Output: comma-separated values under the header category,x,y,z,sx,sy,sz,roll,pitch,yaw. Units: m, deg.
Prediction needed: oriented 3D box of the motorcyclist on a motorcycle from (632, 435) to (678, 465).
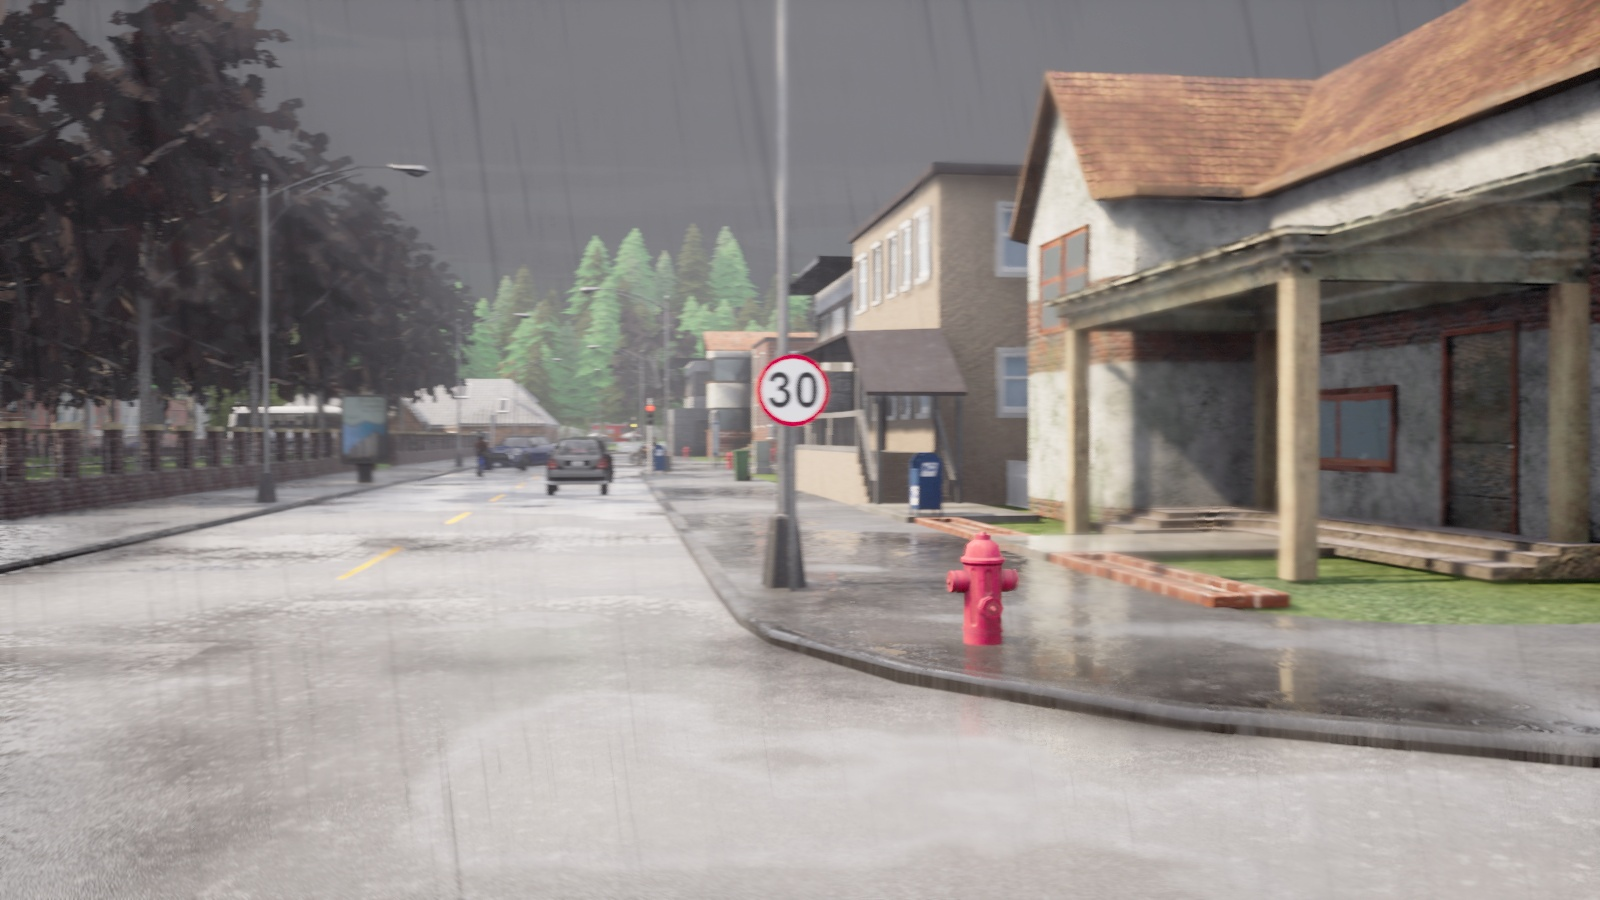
category,x,y,z,sx,sy,sz,roll,pitch,yaw
motorcyclist on a motorcycle,-7.931,0.000,68.791,2.350,1.649,0.766,0,-1,13

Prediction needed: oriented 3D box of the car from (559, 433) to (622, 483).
category,x,y,z,sx,sy,sz,roll,pitch,yaw
car,-7.332,0.245,44.342,2.033,1.649,4.856,0,1,-8

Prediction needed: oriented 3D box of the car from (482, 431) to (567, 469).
category,x,y,z,sx,sy,sz,roll,pitch,yaw
car,-13.168,-0.028,60.342,2.097,1.767,4.553,1,1,15

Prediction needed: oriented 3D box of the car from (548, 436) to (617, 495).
category,x,y,z,sx,sy,sz,roll,pitch,yaw
car,-6.066,0.397,35.374,1.789,1.549,3.705,0,1,-8
